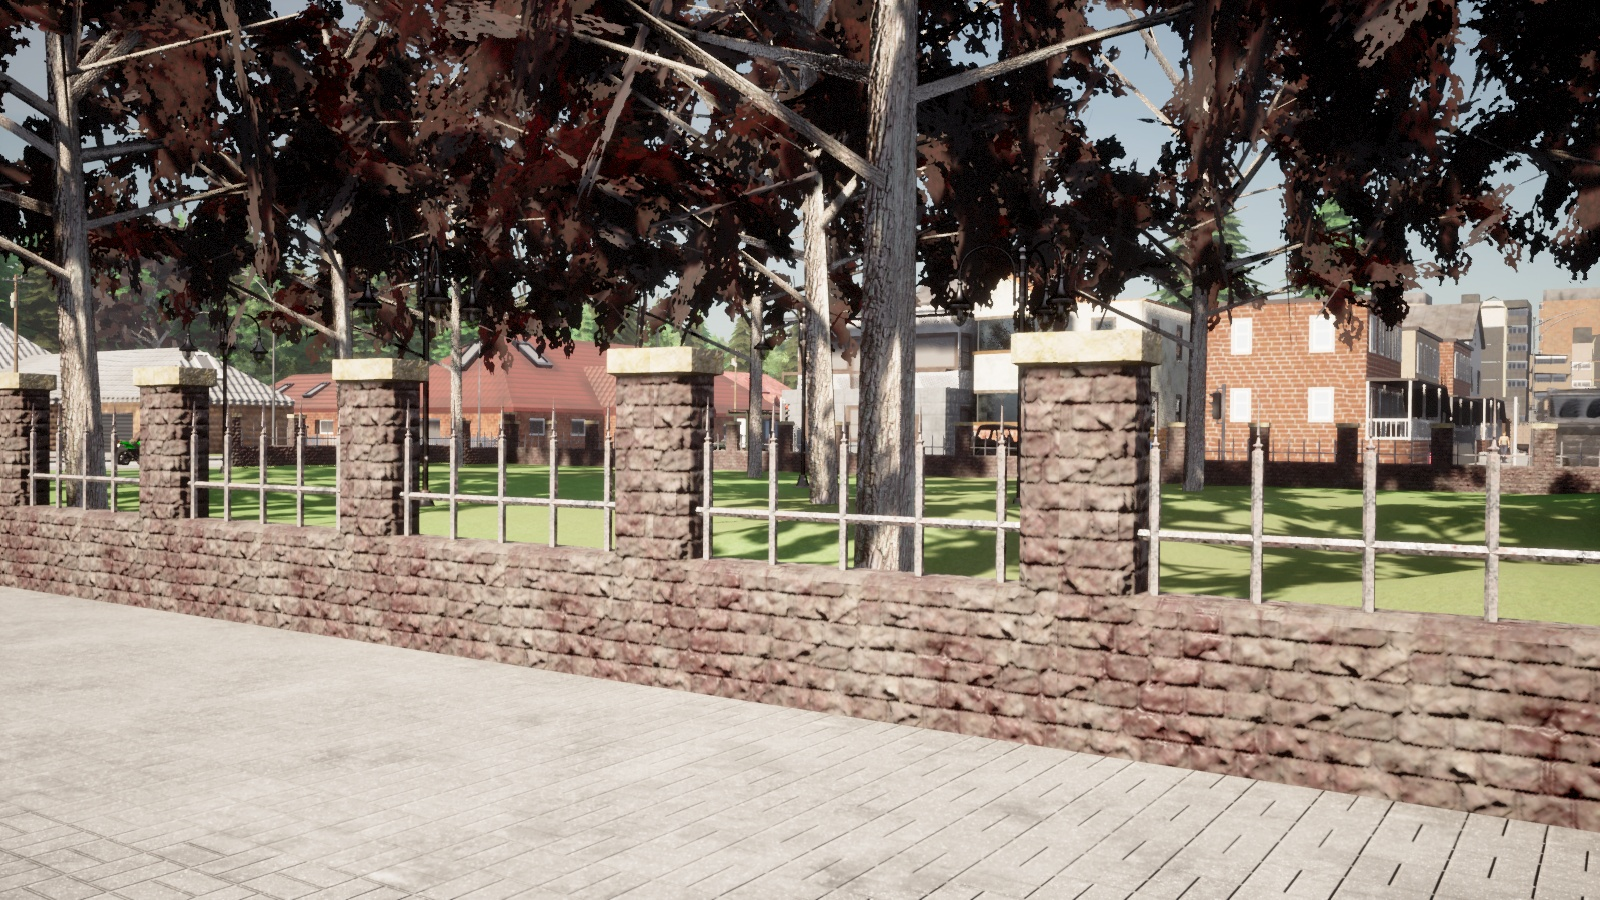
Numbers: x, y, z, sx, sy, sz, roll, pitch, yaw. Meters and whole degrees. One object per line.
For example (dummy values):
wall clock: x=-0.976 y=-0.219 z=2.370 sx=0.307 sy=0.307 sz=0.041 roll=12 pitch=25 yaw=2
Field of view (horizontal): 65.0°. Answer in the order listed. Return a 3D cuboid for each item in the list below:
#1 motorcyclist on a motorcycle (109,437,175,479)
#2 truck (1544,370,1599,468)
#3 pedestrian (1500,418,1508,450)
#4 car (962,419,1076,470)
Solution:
motorcyclist on a motorcycle: x=-24.805 y=0.291 z=47.363 sx=0.797 sy=1.523 sz=2.044 roll=0 pitch=1 yaw=32
truck: x=30.069 y=-1.177 z=47.911 sx=2.891 sy=3.462 sz=7.936 roll=-1 pitch=1 yaw=31
pedestrian: x=40.215 y=-0.903 z=71.758 sx=0.345 sy=1.836 sz=0.594 roll=0 pitch=1 yaw=33
car: x=8.383 y=-0.206 z=48.138 sx=3.866 sy=1.878 sz=1.905 roll=0 pitch=1 yaw=32
